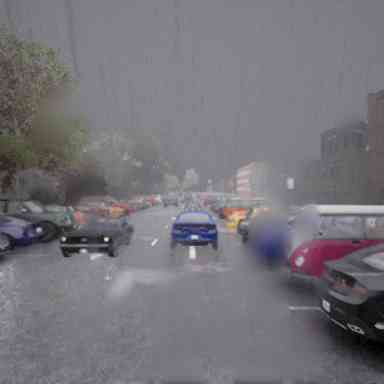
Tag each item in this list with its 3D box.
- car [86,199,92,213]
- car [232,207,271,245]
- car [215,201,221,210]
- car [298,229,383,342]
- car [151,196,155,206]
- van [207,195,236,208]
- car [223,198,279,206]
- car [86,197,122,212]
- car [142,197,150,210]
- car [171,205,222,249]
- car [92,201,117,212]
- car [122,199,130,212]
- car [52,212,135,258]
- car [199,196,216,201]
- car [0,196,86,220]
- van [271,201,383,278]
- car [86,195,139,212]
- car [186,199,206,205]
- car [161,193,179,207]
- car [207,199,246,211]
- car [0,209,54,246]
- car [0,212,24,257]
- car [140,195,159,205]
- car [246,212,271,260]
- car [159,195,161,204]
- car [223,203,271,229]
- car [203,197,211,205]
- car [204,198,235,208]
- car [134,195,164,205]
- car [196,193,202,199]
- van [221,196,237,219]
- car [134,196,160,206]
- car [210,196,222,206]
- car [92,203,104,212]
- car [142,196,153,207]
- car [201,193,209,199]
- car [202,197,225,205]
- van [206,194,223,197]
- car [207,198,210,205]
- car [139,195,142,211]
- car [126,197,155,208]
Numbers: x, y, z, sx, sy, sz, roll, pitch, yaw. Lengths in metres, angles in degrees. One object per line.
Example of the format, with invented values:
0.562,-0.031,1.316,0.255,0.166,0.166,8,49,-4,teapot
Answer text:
-8.511,1.480,19.143,4.553,1.767,2.185,0,0,0,car
4.535,1.630,16.386,4.674,1.452,2.002,0,0,0,car
4.566,1.685,27.519,4.792,1.488,2.163,0,0,0,car
4.533,1.519,5.252,4.892,1.521,2.231,0,0,0,car
-8.731,1.760,49.652,5.366,1.575,1.946,0,0,0,car
4.650,1.550,52.446,4.442,1.987,1.878,0,0,0,van
4.569,1.497,21.953,4.553,1.767,2.185,0,0,0,car
-8.511,1.529,27.497,4.553,1.767,2.185,0,0,0,car
-8.515,1.768,44.206,4.792,1.488,2.163,0,0,0,car
0.097,1.579,15.099,1.882,1.535,5.008,0,0,0,car
-8.537,1.639,24.712,5.008,1.535,2.097,0,0,0,car
-8.548,1.669,30.281,5.008,1.535,2.097,0,0,0,car
-3.601,1.691,13.333,1.895,1.301,4.718,0,0,0,car
4.344,1.804,95.288,4.674,1.452,2.002,0,0,0,car
-8.514,1.338,16.360,5.566,2.045,2.435,0,0,0,car
4.422,1.310,8.037,4.442,1.987,1.878,0,0,0,van
-8.516,1.433,33.069,5.566,2.045,2.435,0,0,0,car
0.097,1.757,34.156,2.033,1.411,5.357,0,0,0,car
-3.563,1.534,56.628,2.150,2.045,5.566,0,0,1,car
4.541,1.740,44.219,4.892,1.521,2.231,0,0,0,car
-8.570,1.601,13.570,4.792,1.488,2.163,0,0,0,car
-8.548,1.554,10.788,4.892,1.521,2.231,0,0,0,car
-8.574,1.524,52.438,5.566,2.045,2.435,0,0,0,car
4.533,1.554,10.819,5.008,1.535,2.097,0,0,0,car
-8.578,1.687,60.792,4.553,1.767,2.185,0,0,0,car
4.723,1.604,19.169,5.366,1.575,1.946,0,0,0,car
4.350,1.723,41.436,5.366,1.575,1.946,0,0,0,car
4.540,1.790,55.352,4.892,1.521,2.231,0,0,0,car
-8.576,1.586,66.488,5.566,2.045,2.435,0,0,0,car
4.310,1.787,92.461,4.792,1.488,2.163,0,0,0,car
4.654,1.413,24.674,4.442,1.987,1.878,0,0,0,van
-8.578,1.699,63.577,4.553,1.767,2.185,0,0,0,car
4.567,1.574,35.869,4.553,1.767,2.185,0,0,0,car
-8.545,1.662,21.927,4.674,1.452,2.002,0,0,0,car
-8.551,1.751,46.993,5.008,1.535,2.097,0,0,0,car
4.563,1.513,49.787,5.566,2.045,2.435,0,0,0,car
4.517,1.890,69.126,4.674,1.452,2.002,-1,0,0,car
4.651,1.526,47.004,4.442,1.987,1.878,0,0,0,van
4.529,1.714,38.653,4.892,1.521,2.231,0,0,0,car
-8.576,1.586,38.638,4.553,1.767,2.185,0,0,0,car
-8.515,1.662,55.347,4.553,1.767,2.185,0,0,0,car
